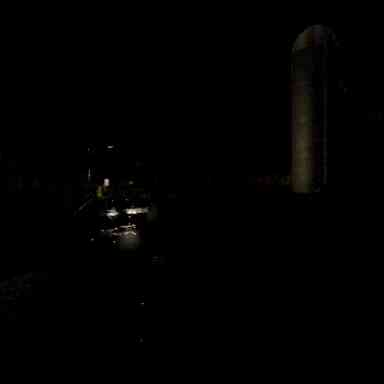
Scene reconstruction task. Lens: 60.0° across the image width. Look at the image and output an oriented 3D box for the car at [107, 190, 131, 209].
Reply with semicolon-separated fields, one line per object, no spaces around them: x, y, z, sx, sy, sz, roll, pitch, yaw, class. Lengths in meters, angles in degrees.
-6.587;0.590;29.999;1.882;1.535;5.008;-2;2;-13;car
